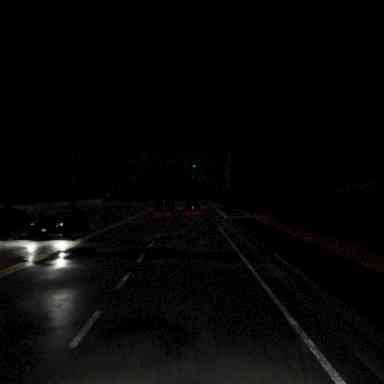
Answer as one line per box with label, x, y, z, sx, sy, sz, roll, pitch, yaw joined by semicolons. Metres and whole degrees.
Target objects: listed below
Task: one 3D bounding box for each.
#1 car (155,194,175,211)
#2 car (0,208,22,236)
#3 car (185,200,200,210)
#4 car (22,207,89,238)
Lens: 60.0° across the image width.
car;-3.404;1.270;42.648;2.150;2.045;5.566;0;0;0
car;-10.511;1.586;18.280;1.994;1.385;4.181;0;0;0
car;0.096;1.650;43.514;1.895;1.301;4.718;0;0;0
car;-7.010;1.546;18.075;1.812;1.442;4.674;0;0;0
